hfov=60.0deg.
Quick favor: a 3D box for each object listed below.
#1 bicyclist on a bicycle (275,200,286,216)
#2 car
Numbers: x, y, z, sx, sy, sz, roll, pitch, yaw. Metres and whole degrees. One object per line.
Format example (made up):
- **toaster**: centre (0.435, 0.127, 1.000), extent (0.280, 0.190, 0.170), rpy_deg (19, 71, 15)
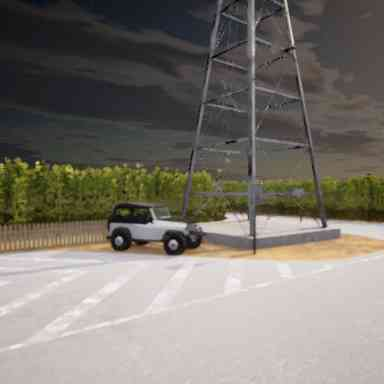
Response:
- **bicyclist on a bicycle**: centre (9.001, 1.622, 33.713), extent (1.656, 1.620, 0.582), rpy_deg (2, -1, -36)
- **car**: centre (-1.483, 1.354, 13.124), extent (3.866, 1.878, 1.905), rpy_deg (0, 0, 23)
